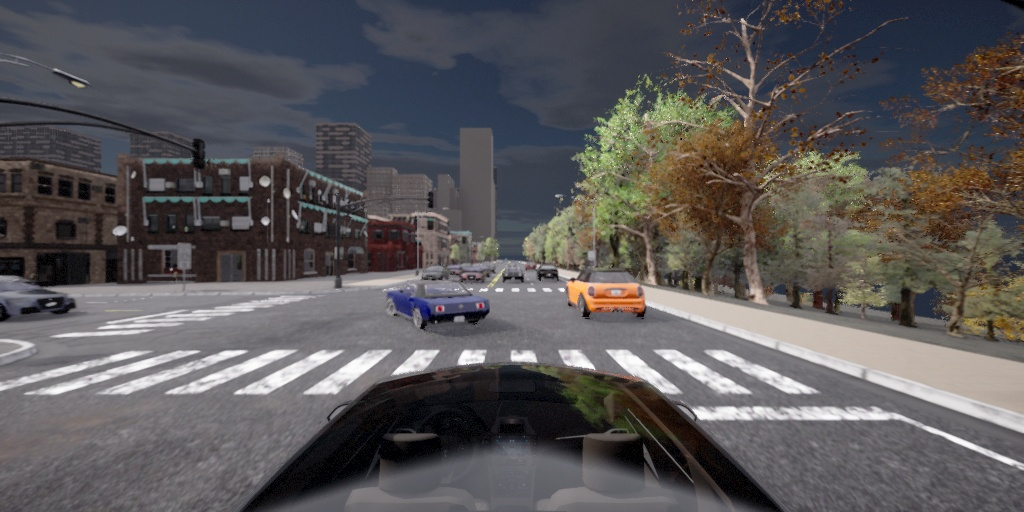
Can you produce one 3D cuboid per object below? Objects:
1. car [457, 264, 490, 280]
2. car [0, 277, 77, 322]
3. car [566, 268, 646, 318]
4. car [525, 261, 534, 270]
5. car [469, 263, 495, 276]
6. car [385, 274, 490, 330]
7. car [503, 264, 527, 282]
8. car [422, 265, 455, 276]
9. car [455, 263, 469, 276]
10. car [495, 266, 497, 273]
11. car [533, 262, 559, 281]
[{"bbox_3d":[-3.329,1.612,31.509,1.994,1.385,4.181,0,-1,0],"label":"car"},{"bbox_3d":[-19.323,1.650,13.502,4.181,1.385,1.994,-1,0,0],"label":"car"},{"bbox_3d":[3.354,1.223,13.654,2.097,1.767,4.553,0,-1,0],"label":"car"},{"bbox_3d":[3.271,1.699,61.886,2.097,1.767,4.553,0,-1,0],"label":"car"},{"bbox_3d":[-3.316,1.687,40.777,2.033,1.411,5.357,0,-1,0],"label":"car"},{"bbox_3d":[-2.655,1.451,11.674,1.895,1.301,4.718,0,-1,-33],"label":"car"},{"bbox_3d":[0.109,1.663,33.020,1.895,1.301,4.718,0,-1,0],"label":"car"},{"bbox_3d":[-6.581,1.552,31.419,1.837,1.490,4.892,0,-1,0],"label":"car"},{"bbox_3d":[-6.565,1.709,41.391,1.994,1.385,4.181,0,-1,0],"label":"car"},{"bbox_3d":[-3.236,1.746,51.129,1.837,1.490,4.892,0,-1,0],"label":"car"},{"bbox_3d":[3.359,1.558,34.815,1.882,1.535,5.008,0,-1,0],"label":"car"}]
